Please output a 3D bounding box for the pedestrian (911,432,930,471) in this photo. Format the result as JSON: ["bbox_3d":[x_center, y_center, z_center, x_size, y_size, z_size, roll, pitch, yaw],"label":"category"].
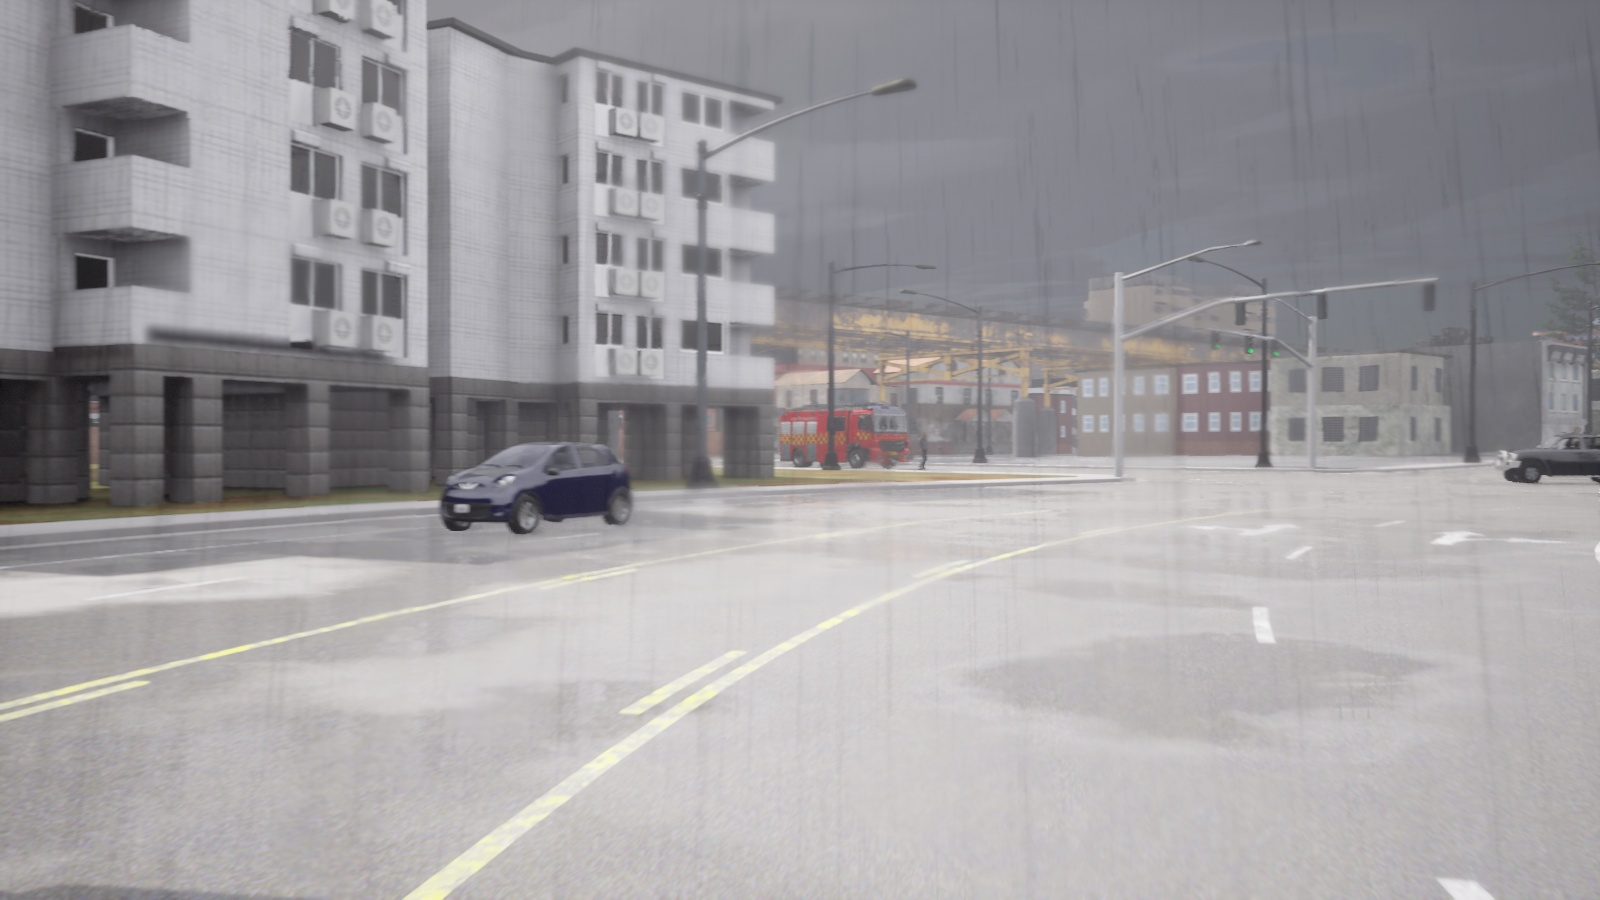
[{"bbox_3d":[5.688,0.070,59.174,0.540,1.848,0.694,0,0,-44],"label":"pedestrian"}]

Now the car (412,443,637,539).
[{"bbox_3d":[-4.631,0.629,21.553,1.845,1.501,3.633,0,0,29],"label":"car"}]

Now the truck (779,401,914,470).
[{"bbox_3d":[2.581,-0.828,73.275,2.891,3.827,8.468,0,0,-41],"label":"truck"}]

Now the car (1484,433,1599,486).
[{"bbox_3d":[27.533,0.335,45.382,4.605,1.855,1.932,0,0,12],"label":"car"}]
